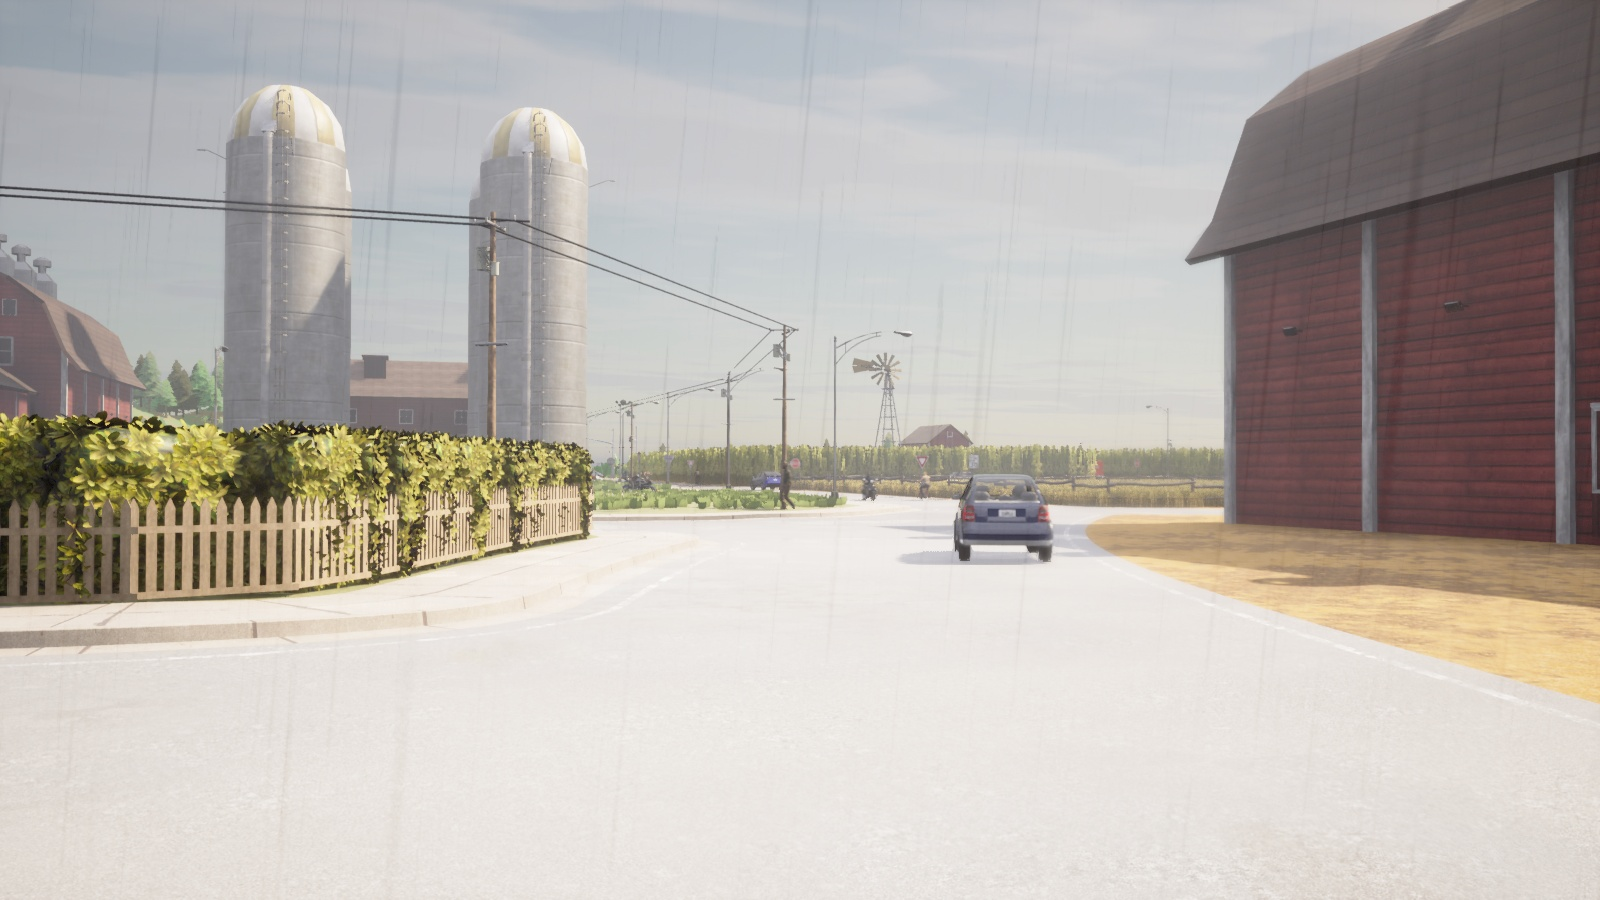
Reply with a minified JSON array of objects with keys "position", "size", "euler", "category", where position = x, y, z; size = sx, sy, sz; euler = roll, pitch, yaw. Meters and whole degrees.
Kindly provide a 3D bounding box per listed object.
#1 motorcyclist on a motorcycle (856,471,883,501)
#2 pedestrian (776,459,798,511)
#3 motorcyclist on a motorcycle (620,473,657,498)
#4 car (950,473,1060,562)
[{"position":[3.788,1.950,68.275],"size":[0.866,1.590,1.817],"euler":[0,-1,-18],"category":"motorcyclist on a motorcycle"},{"position":[-0.490,1.321,47.139],"size":[0.692,1.930,0.395],"euler":[0,-1,-31],"category":"pedestrian"},{"position":[-10.200,2.252,79.429],"size":[2.191,1.530,0.866],"euler":[0,-1,-18],"category":"motorcyclist on a motorcycle"},{"position":[3.791,1.208,23.749],"size":[1.789,1.549,3.705],"euler":[0,-1,5],"category":"car"}]
